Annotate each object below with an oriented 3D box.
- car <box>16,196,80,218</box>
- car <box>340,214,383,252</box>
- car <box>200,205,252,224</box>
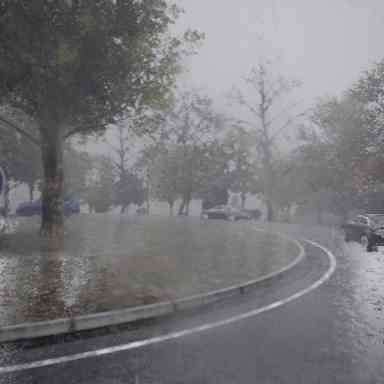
[{"bbox_3d":[-13.581,1.412,31.633,5.566,2.045,2.150,1,-1,-18],"label":"car"},{"bbox_3d":[8.333,1.768,15.245,2.128,1.511,4.902,1,-1,7],"label":"car"},{"bbox_3d":[2.866,1.853,28.840,4.902,1.511,2.128,0,-1,43],"label":"car"}]
